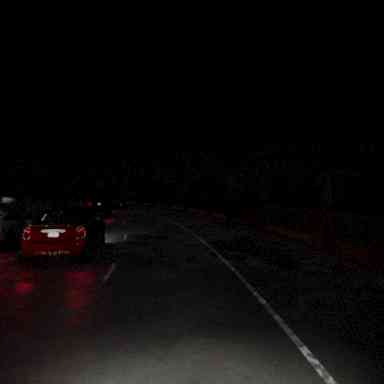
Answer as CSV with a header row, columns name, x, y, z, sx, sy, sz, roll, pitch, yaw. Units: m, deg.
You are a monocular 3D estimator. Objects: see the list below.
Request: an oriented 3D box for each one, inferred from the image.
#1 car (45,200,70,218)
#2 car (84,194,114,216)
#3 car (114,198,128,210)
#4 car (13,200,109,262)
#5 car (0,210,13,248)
name,x,y,z,sx,sy,sz,roll,pitch,yaw
car,-12.610,1.499,31.452,2.033,1.411,5.357,0,0,-19
car,-8.809,1.170,31.073,2.150,2.045,5.566,0,0,-18
car,-9.374,1.498,41.988,1.994,1.385,4.181,0,0,-24
car,-4.511,1.333,12.277,2.097,1.767,4.553,0,0,-7
car,-8.353,1.504,14.450,1.812,1.442,4.674,0,0,-9
